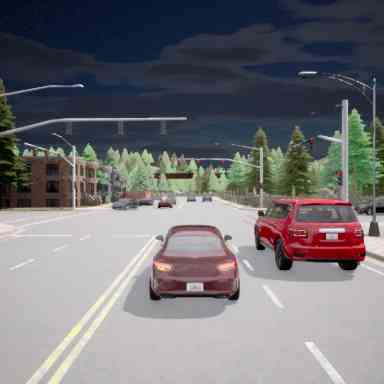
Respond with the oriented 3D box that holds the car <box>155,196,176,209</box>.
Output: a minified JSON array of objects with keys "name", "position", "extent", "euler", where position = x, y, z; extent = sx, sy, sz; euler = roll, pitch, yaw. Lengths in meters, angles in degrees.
[{"name":"car","position":[-3.644,1.601,45.628],"extent":[1.895,1.301,4.718],"euler":[0,0,-1]}]

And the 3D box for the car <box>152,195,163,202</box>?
[{"name":"car","position":[-7.114,1.270,68.761],"extent":[1.994,1.385,4.181],"euler":[0,0,0]}]

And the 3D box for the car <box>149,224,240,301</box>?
[{"name":"car","position":[0.050,1.526,8.227],"extent":[1.812,1.442,4.674],"euler":[0,0,0]}]

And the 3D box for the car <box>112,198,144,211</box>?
[{"name":"car","position":[-7.985,1.505,40.618],"extent":[1.837,1.490,4.892],"euler":[1,0,15]}]

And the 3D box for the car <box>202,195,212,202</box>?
[{"name":"car","position":[3.389,1.355,74.389],"extent":[2.097,1.767,4.553],"euler":[0,0,0]}]

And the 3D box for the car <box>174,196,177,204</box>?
[{"name":"car","position":[-3.665,1.504,58.119],"extent":[1.837,1.490,4.892],"euler":[0,0,0]}]

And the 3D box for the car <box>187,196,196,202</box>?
[{"name":"car","position":[-0.119,1.553,74.618],"extent":[1.994,1.385,4.181],"euler":[0,0,0]}]

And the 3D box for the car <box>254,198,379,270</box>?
[{"name":"car","position":[3.558,1.221,11.107],"extent":[2.150,2.045,5.566],"euler":[0,0,0]}]

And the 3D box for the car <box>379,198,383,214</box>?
[{"name":"car","position":[18.275,1.352,32.491],"extent":[4.553,1.767,2.097],"euler":[0,0,0]}]

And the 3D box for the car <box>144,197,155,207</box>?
[{"name":"car","position":[-7.177,1.547,53.024],"extent":[2.033,1.411,5.357],"euler":[0,0,0]}]
